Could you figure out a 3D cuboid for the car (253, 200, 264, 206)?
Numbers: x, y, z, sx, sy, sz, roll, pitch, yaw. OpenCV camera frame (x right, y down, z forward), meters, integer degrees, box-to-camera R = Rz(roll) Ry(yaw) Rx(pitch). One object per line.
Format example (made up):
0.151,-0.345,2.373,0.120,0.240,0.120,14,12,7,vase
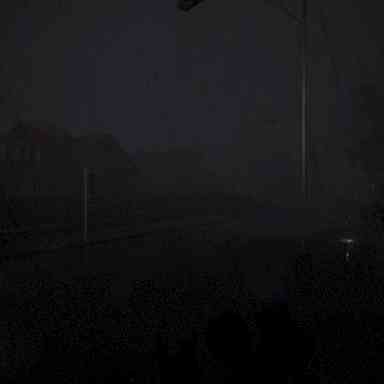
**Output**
7.350,1.356,46.532,5.357,1.415,2.033,0,0,34,car

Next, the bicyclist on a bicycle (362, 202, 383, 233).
9.638,1.349,17.023,1.656,1.620,0.582,0,0,31,bicyclist on a bicycle

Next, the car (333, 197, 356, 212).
17.989,1.352,39.148,2.097,1.767,4.553,0,0,32,car
